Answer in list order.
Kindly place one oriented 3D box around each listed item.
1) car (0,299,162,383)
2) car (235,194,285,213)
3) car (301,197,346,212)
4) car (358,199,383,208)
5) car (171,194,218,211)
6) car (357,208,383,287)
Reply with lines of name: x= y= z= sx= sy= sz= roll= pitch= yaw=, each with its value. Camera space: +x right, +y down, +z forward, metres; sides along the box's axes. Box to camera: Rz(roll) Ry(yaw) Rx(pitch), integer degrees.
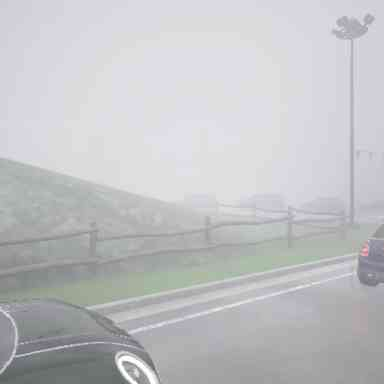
car: x=-2.390 y=1.352 z=2.043 sx=4.553 sy=1.767 sz=2.097 roll=0 pitch=0 yaw=-35
car: x=7.722 y=1.221 z=37.979 sx=5.566 sy=2.045 sz=2.150 roll=0 pitch=0 yaw=35
car: x=14.636 y=1.352 z=37.318 sx=4.553 sy=1.767 sz=2.097 roll=0 pitch=0 yaw=38
car: x=20.954 y=1.525 z=36.773 sx=4.674 sy=1.442 sz=1.812 roll=0 pitch=0 yaw=40
car: x=0.278 y=1.221 z=38.432 sx=5.566 sy=2.045 sz=2.150 roll=0 pitch=0 yaw=29
car: x=6.097 y=1.352 z=8.144 sx=4.553 sy=1.767 sz=2.097 roll=0 pitch=0 yaw=-35
